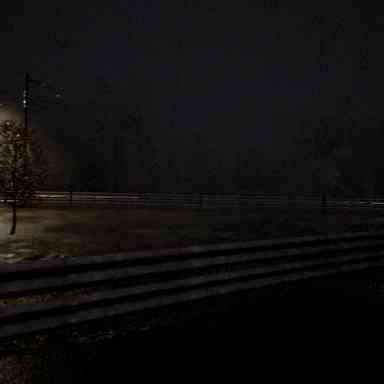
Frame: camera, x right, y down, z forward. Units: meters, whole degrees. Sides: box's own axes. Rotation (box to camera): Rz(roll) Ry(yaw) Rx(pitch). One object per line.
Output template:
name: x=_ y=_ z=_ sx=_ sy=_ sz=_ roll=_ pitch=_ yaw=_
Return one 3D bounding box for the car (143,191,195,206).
car: x=-2.424 y=0.663 z=35.335 sx=5.357 sy=1.411 sz=2.033 roll=1 pitch=0 yaw=-4

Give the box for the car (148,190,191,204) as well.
car: x=-2.647 y=0.631 z=38.828 sx=4.892 sy=1.490 sz=1.837 roll=1 pitch=0 yaw=-4

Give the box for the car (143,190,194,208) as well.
car: x=-2.199 y=0.615 z=31.843 sx=4.892 sy=1.490 sz=1.837 roll=1 pitch=0 yaw=-4
